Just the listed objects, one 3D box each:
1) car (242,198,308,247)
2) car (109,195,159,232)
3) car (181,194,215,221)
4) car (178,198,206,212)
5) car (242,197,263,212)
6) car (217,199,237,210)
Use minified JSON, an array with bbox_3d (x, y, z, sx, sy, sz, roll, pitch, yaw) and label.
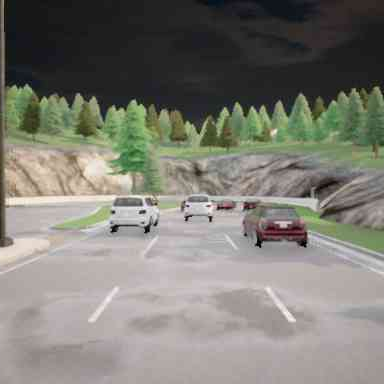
[{"bbox_3d":[3.615,1.343,15.220,2.097,1.767,4.553,0,0,0],"label":"car"},{"bbox_3d":[-3.322,1.209,19.935,2.150,2.045,5.566,0,0,1],"label":"car"},{"bbox_3d":[0.679,1.207,27.251,2.150,2.045,5.566,0,0,5],"label":"car"},{"bbox_3d":[0.102,1.467,39.587,2.128,1.511,4.902,0,0,16],"label":"car"},{"bbox_3d":[7.189,1.454,38.991,1.882,1.535,5.008,0,0,16],"label":"car"},{"bbox_3d":[4.449,1.538,42.020,1.994,1.385,4.181,0,0,16],"label":"car"}]
